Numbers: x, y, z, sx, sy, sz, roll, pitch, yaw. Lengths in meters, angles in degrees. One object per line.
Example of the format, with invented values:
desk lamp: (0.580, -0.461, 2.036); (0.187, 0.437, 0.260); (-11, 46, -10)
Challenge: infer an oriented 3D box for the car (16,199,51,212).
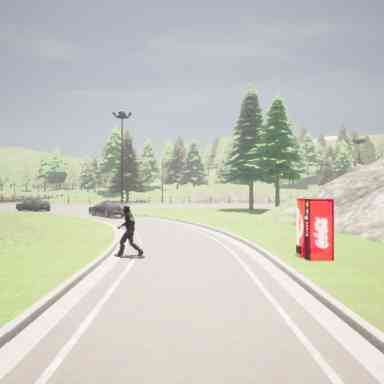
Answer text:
car: (-18.624, 1.564, 38.955); (4.181, 1.385, 1.994); (0, 0, 26)

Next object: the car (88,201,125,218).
car: (-7.606, 1.547, 30.330); (2.033, 1.411, 5.357); (0, 0, -40)

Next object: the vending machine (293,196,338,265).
vending machine: (3.913, 1.195, 10.647); (1.100, 2.100, 0.880); (0, 0, -1)

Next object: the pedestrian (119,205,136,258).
pedestrian: (-2.190, 1.294, 11.313); (0.375, 1.860, 0.375); (0, 0, -3)
